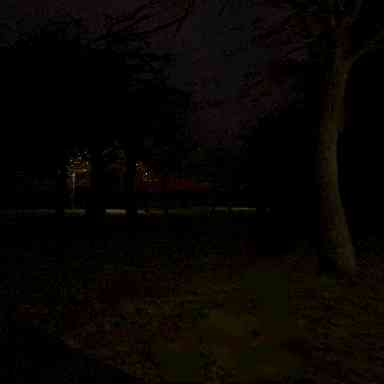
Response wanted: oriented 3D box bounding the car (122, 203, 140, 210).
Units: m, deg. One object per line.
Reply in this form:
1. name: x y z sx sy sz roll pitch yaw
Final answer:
1. car: -16.452 3.919 90.201 2.150 2.045 5.566 0 -1 36
